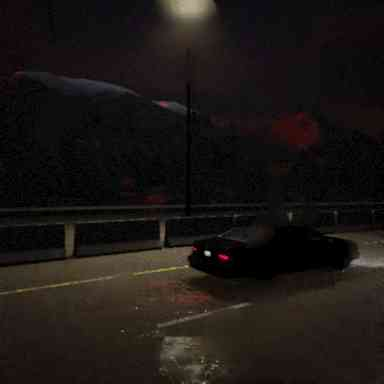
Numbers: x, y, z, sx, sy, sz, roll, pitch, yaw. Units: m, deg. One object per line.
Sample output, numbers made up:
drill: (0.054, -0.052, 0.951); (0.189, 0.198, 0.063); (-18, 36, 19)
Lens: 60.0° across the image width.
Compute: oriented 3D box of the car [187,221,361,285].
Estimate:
car: (2.495, 1.564, 9.483); (5.357, 1.411, 2.033); (0, 0, -32)
